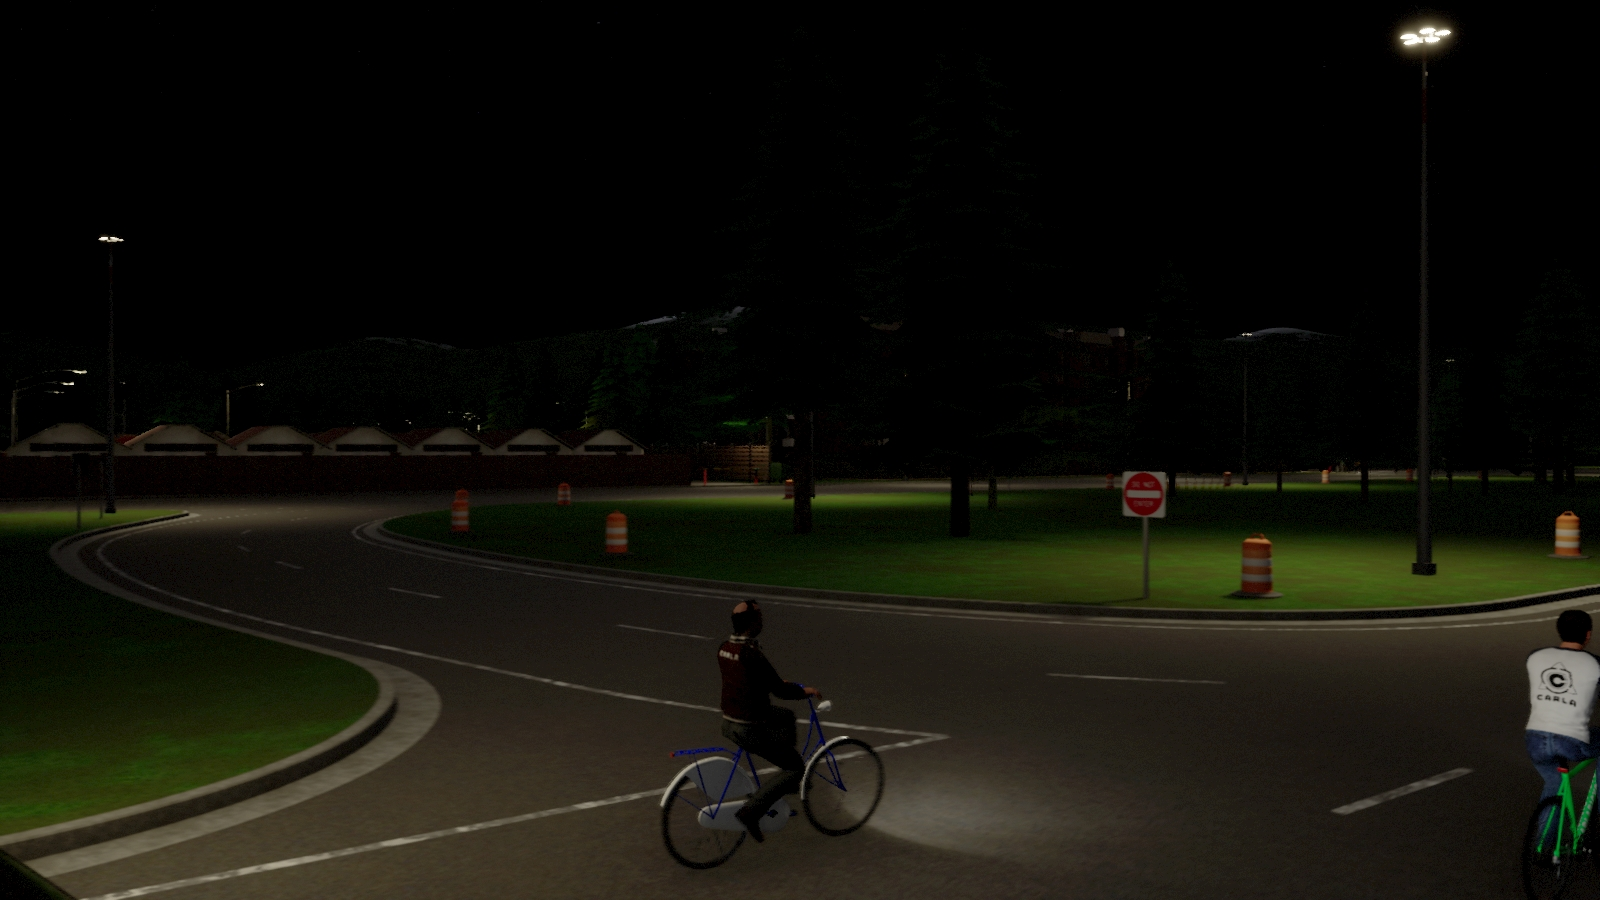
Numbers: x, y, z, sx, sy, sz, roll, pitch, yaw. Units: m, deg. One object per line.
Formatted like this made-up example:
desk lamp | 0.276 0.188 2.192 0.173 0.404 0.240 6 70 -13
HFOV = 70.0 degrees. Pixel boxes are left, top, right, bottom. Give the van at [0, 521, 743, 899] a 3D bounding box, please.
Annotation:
van | -3.117 1.534 1.596 5.915 2.561 1.988 0 0 -35

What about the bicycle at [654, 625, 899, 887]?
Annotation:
bicycle | -0.125 2.064 7.982 1.835 1.471 0.329 0 0 -35

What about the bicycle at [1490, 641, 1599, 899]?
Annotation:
bicycle | 4.988 2.063 7.289 1.643 1.496 0.373 0 0 -35
